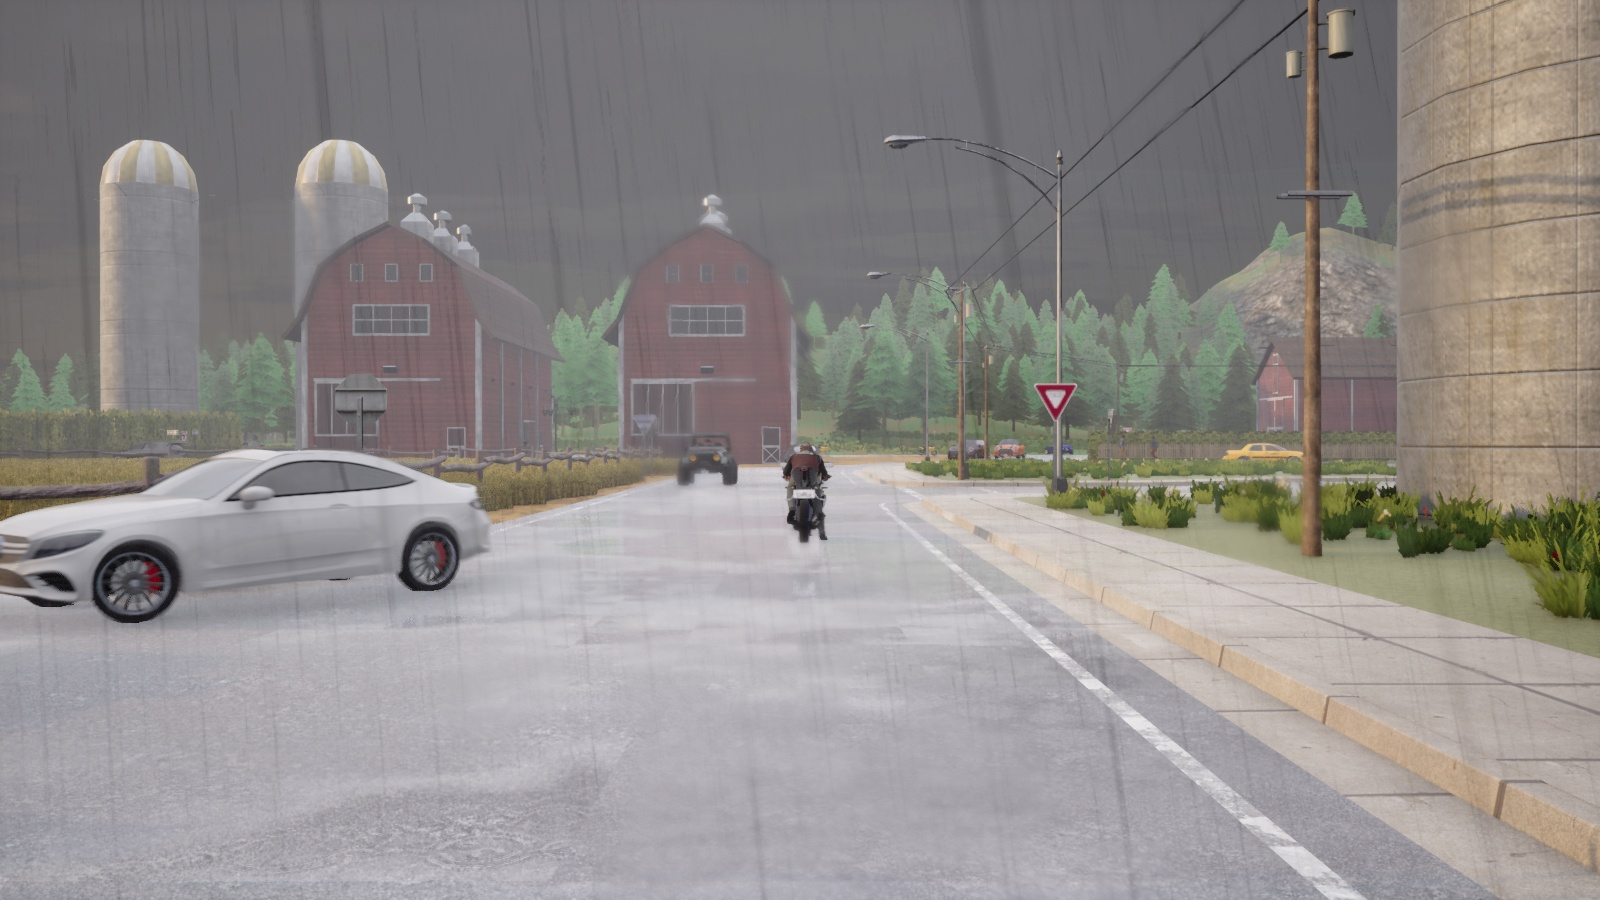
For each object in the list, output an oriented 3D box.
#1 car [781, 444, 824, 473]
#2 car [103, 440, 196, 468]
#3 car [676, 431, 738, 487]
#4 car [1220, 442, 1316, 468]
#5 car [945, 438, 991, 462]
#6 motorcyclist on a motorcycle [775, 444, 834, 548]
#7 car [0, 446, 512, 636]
[{"bbox_3d":[0.094,0.400,65.129,1.812,1.442,4.674,0,1,-5],"label":"car"},{"bbox_3d":[-39.154,0.218,75.572,4.856,1.649,2.033,0,1,16],"label":"car"},{"bbox_3d":[-3.235,0.289,44.438,1.905,1.878,3.866,0,0,0],"label":"car"},{"bbox_3d":[29.236,0.266,78.498,5.366,1.575,1.801,0,1,30],"label":"car"},{"bbox_3d":[12.549,-0.026,93.721,2.097,1.767,4.553,0,1,26],"label":"car"},{"bbox_3d":[0.091,0.671,19.620,0.866,1.530,2.191,0,0,2],"label":"motorcyclist on a motorcycle"},{"bbox_3d":[-5.247,0.700,12.094,1.812,1.442,4.674,1,1,40],"label":"car"}]
